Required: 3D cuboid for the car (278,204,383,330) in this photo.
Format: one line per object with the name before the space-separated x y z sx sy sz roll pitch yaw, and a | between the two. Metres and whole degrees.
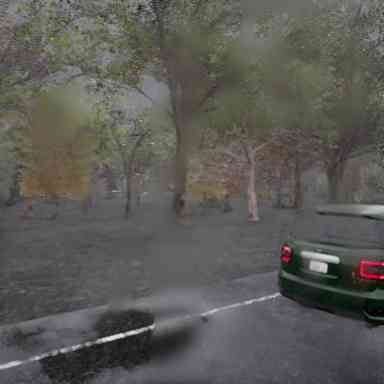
car | 4.141 1.263 6.706 5.566 2.045 2.150 0 0 -36
